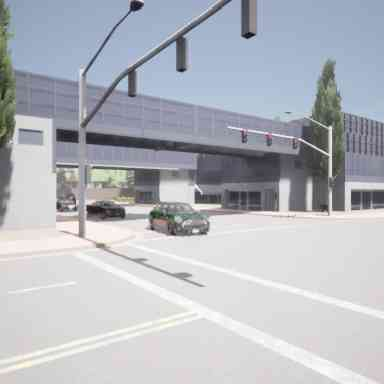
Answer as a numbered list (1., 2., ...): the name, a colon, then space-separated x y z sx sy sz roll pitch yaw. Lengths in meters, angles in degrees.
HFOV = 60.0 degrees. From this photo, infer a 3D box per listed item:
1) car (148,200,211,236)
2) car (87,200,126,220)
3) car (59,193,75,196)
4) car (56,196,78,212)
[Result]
1. car: -0.809 1.351 18.496 2.097 1.767 4.553 0 0 -27
2. car: -7.304 1.477 28.223 1.882 1.535 5.008 0 0 -36
3. car: -23.749 1.221 63.027 2.150 2.045 5.566 0 0 -36
4. car: -14.569 1.492 38.212 2.128 1.511 4.902 0 0 -36
